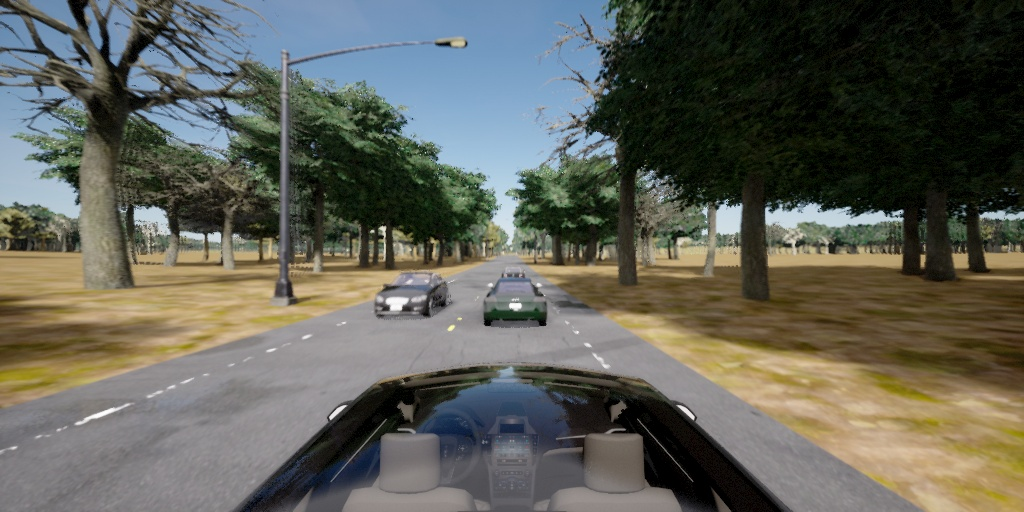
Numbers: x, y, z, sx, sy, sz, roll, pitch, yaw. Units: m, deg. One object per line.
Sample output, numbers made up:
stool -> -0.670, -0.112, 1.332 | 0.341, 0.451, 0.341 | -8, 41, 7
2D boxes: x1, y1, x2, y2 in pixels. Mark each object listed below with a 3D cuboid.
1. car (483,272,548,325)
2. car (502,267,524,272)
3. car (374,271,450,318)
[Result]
car -> 0.098, 1.415, 12.287 | 1.994, 1.385, 4.181 | 0, -1, 0
car -> 0.095, 1.558, 30.193 | 1.895, 1.301, 4.718 | 0, 0, 0
car -> -3.601, 1.354, 13.610 | 2.128, 1.511, 4.902 | 0, -1, 0
